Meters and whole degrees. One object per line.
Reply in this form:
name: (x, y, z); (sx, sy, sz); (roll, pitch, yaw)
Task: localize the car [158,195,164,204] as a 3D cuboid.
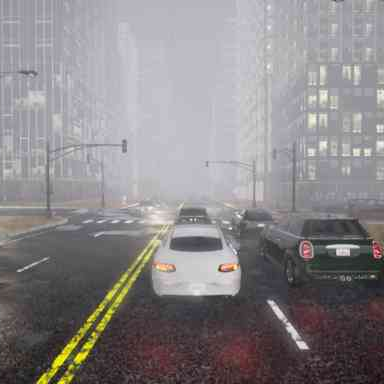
car: (-6.722, 1.427, 61.100); (1.882, 1.535, 5.008); (0, 0, 1)

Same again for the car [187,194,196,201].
car: (-0.202, 1.414, 80.348); (1.837, 1.490, 4.892); (0, 0, 0)

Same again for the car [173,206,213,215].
car: (0.056, 1.495, 17.432); (1.837, 1.490, 4.892); (0, 0, 0)

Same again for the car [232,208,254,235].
car: (3.304, 1.554, 17.846); (1.994, 1.385, 4.181); (0, 0, 0)

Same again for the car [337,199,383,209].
car: (16.127, 1.518, 29.599); (5.009, 1.841, 2.192); (1, 0, 1)

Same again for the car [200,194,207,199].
car: (3.021, 1.262, 90.773); (1.812, 1.442, 4.674); (0, 0, 0)

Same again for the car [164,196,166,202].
car: (-6.682, 1.414, 71.475); (1.882, 1.535, 5.008); (0, 0, 0)

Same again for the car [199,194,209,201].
car: (3.048, 1.392, 80.356); (1.882, 1.535, 5.008); (0, 0, 0)

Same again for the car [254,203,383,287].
car: (3.327, 1.348, 9.460); (2.097, 1.767, 4.553); (0, 0, 0)

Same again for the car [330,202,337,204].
car: (15.066, 1.700, 35.385); (4.718, 1.301, 1.895); (0, 1, 0)

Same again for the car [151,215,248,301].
car: (0.081, 1.522, 8.183); (1.812, 1.442, 4.674); (0, 0, 0)

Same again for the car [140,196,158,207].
car: (-6.718, 1.526, 50.776); (1.994, 1.385, 4.181); (0, 0, 0)

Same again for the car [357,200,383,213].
car: (21.714, 1.641, 37.900); (4.829, 1.417, 1.752); (1, 0, 1)

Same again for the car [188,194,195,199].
car: (-0.229, 1.216, 90.766); (1.882, 1.535, 5.008); (0, 0, 0)
